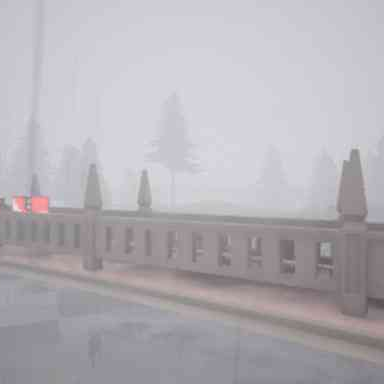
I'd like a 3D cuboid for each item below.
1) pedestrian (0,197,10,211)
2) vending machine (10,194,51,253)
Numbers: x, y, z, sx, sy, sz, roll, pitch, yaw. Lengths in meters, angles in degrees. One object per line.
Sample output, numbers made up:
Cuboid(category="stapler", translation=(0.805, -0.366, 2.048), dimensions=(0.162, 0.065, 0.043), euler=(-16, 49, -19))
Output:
Cuboid(category="pedestrian", translation=(-7.459, 1.088, 13.257), dimensions=(0.375, 1.860, 0.375), euler=(1, 1, 28))
Cuboid(category="vending machine", translation=(-6.158, 1.144, 12.740), dimensions=(0.880, 2.100, 1.100), euler=(1, 0, 29))
